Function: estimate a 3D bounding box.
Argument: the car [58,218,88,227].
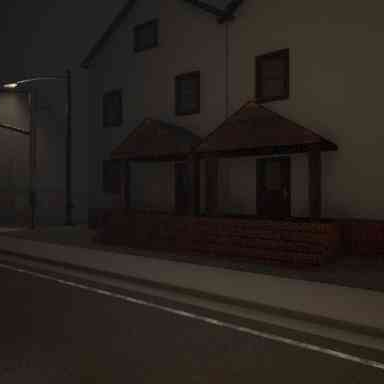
[{"bbox_3d":[-11.630,3.505,35.065,1.837,1.490,4.892,0,-9,35],"label":"car"}]
